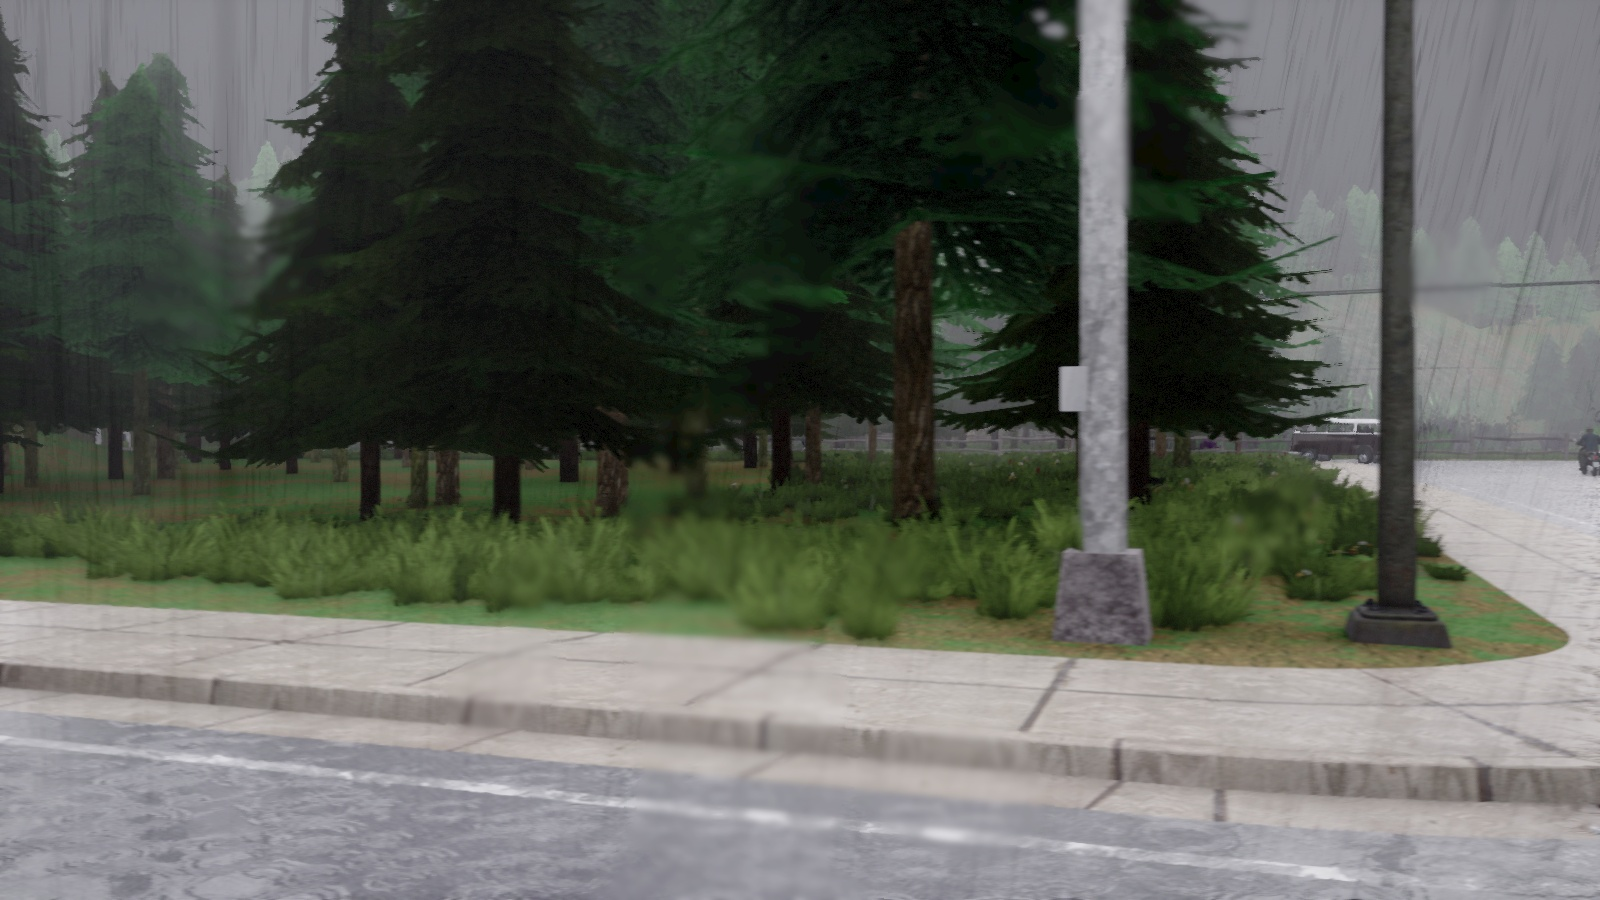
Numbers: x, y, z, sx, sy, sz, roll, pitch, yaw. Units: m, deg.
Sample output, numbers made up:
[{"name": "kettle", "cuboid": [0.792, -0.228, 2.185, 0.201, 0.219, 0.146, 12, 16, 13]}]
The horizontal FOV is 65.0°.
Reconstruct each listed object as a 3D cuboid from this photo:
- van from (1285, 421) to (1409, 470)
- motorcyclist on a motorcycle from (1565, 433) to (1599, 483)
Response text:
[{"name": "van", "cuboid": [24.014, -0.232, 55.262, 2.069, 2.038, 4.480, 1, 1, -42]}, {"name": "motorcyclist on a motorcycle", "cuboid": [25.920, 0.247, 41.345, 0.866, 1.590, 1.817, 1, 1, 20]}]
